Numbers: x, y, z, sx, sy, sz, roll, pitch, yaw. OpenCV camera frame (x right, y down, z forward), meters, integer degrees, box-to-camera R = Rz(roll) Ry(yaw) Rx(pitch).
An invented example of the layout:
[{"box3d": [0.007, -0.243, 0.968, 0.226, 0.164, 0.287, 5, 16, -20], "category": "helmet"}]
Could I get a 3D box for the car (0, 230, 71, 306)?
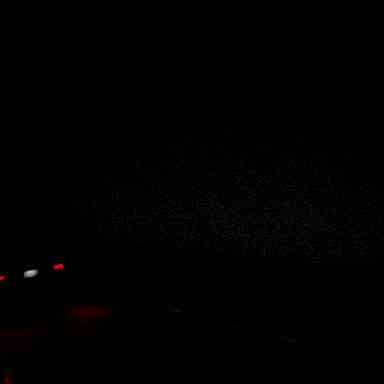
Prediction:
[{"box3d": [-5.083, 1.622, 7.802, 5.357, 1.411, 2.033, -1, 0, 36], "category": "car"}]
